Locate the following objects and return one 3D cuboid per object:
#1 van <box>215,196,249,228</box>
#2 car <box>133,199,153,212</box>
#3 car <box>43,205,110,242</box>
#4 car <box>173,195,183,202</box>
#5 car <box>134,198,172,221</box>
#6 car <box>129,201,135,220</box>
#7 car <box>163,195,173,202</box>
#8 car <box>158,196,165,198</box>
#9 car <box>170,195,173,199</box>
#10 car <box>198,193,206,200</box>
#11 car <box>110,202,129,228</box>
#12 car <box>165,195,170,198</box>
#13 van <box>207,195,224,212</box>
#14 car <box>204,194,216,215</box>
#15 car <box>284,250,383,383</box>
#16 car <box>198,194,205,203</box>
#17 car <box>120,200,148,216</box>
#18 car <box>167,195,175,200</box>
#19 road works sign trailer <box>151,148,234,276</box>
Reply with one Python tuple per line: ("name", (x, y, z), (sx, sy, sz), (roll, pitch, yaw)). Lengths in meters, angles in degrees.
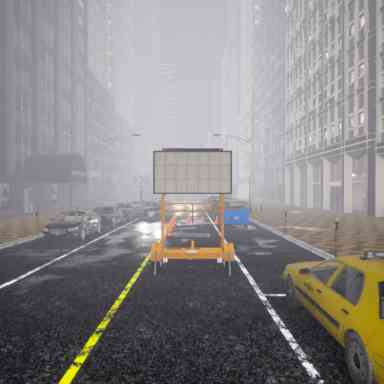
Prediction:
("van", (2.690, 1.336, 21.912), (1.690, 1.788, 3.998), (-1, 0, 0))
("car", (-5.682, 1.573, 38.967), (1.802, 1.307, 4.206), (-1, 0, 0))
("car", (-5.691, 1.547, 16.232), (2.008, 1.369, 4.403), (-1, 0, 0))
("car", (-2.969, 1.485, 77.213), (1.837, 1.490, 4.892), (0, 0, 0))
("car", (-3.090, 1.485, 27.564), (2.128, 1.511, 4.902), (0, 0, 0))
("car", (-5.687, 1.538, 27.599), (1.887, 1.381, 4.507), (-1, 0, 0))
("car", (-5.667, 1.420, 78.752), (1.967, 1.590, 4.097), (-1, 0, 0))
("car", (-5.678, 1.539, 50.334), (2.008, 1.369, 4.403), (-1, 0, 0))
("car", (-5.668, 1.563, 73.068), (1.802, 1.307, 4.206), (-1, 0, 0))
("car", (2.717, 1.291, 90.116), (2.192, 1.841, 5.009), (-1, 0, 0))
("car", (-5.689, 1.561, 21.916), (1.947, 1.339, 4.313), (-1, 0, 0))
("car", (-5.673, 1.536, 61.701), (2.008, 1.369, 4.403), (-1, 0, 0))
("van", (2.696, 1.332, 38.963), (1.690, 1.788, 3.998), (-1, 0, 0))
("car", (2.694, 1.307, 33.279), (2.192, 1.841, 5.009), (-1, 0, 0))
("car", (2.685, 1.524, 5.031), (1.752, 1.417, 4.829), (-1, 0, 0))
("car", (2.708, 1.536, 61.697), (2.008, 1.369, 4.403), (-1, 0, 0))
("car", (-5.685, 1.543, 33.283), (2.008, 1.369, 4.403), (-1, 0, 0))
("car", (-5.661, 1.501, 89.950), (1.752, 1.417, 4.829), (-1, 0, 0))
("road works sign trailer", (0.020, 0.462, 10.279), (2.380, 3.560, 2.880), (0, 0, 0))
